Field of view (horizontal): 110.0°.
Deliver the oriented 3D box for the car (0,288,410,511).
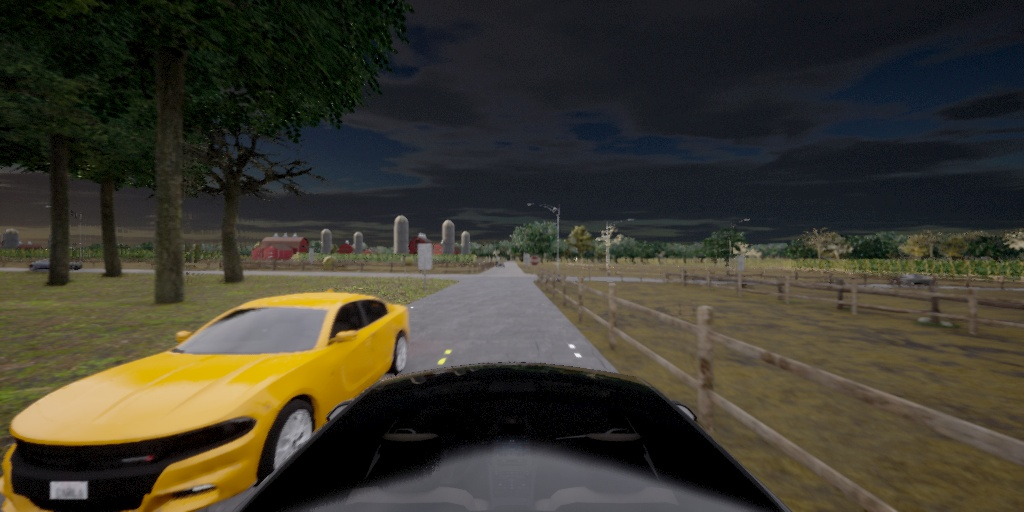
[{"bbox_3d":[-2.850,1.264,4.808,1.882,1.535,5.008,0,-1,0],"label":"car"}]
